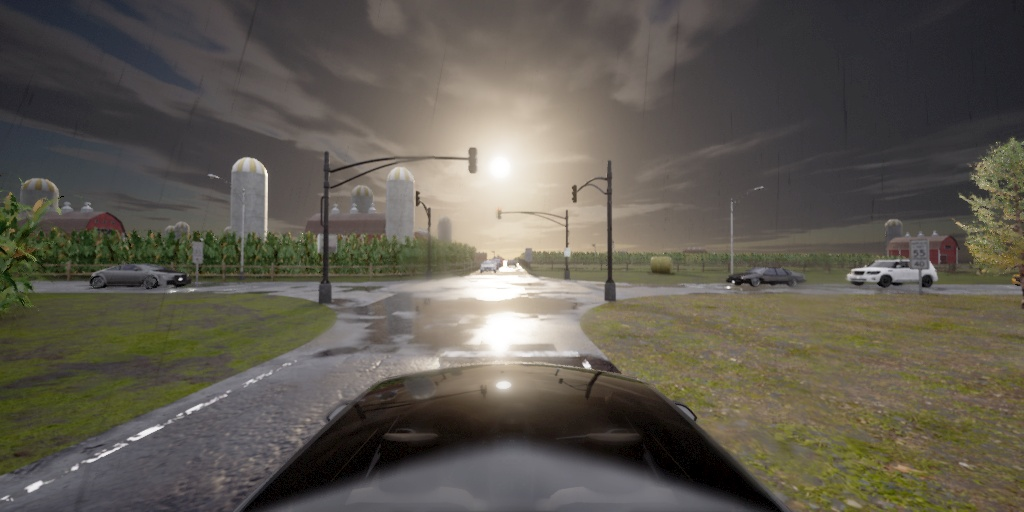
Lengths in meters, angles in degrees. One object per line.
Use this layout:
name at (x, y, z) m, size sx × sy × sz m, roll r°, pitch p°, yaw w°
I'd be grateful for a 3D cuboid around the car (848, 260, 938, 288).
car at (28.655, 1.283, 27.050) m, size 5.566 × 2.045 × 2.150 m, roll 1°, pitch -1°, yaw -4°

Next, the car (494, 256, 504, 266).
car at (-2.903, 1.274, 62.583) m, size 1.882 × 1.535 × 5.008 m, roll 0°, pitch 0°, yaw 0°

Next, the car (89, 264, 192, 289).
car at (-20.640, 1.113, 20.060) m, size 4.181 × 1.385 × 1.994 m, roll 0°, pitch -1°, yaw -3°

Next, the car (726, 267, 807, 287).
car at (18.670, 1.516, 26.339) m, size 5.357 × 1.411 × 2.033 m, roll 1°, pitch -1°, yaw -8°

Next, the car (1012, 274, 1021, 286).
car at (42.269, 1.670, 28.069) m, size 5.008 × 1.535 × 1.882 m, roll 1°, pitch -1°, yaw -4°

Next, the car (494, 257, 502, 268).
car at (-2.883, 1.307, 52.563) m, size 1.812 × 1.442 × 4.674 m, roll 0°, pitch 0°, yaw 0°

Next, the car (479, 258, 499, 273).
car at (-2.826, 1.298, 43.405) m, size 1.812 × 1.442 × 4.674 m, roll 0°, pitch 0°, yaw -1°
